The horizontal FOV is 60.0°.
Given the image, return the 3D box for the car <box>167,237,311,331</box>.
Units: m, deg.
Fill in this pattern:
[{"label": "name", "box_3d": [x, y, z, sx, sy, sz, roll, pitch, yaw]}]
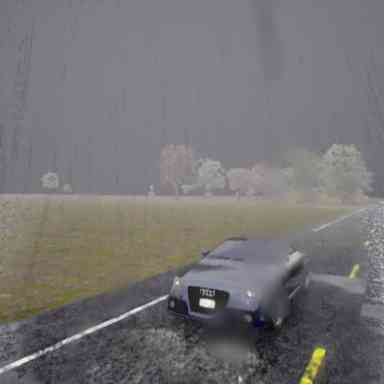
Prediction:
[{"label": "car", "box_3d": [1.259, 1.711, 7.293, 1.994, 1.385, 4.181, -1, -1, 30]}]
